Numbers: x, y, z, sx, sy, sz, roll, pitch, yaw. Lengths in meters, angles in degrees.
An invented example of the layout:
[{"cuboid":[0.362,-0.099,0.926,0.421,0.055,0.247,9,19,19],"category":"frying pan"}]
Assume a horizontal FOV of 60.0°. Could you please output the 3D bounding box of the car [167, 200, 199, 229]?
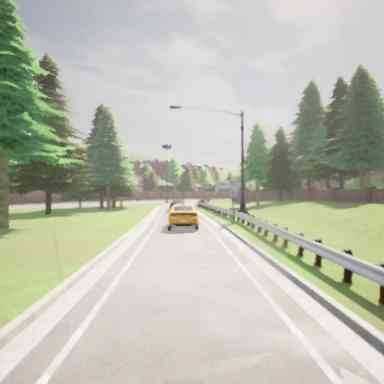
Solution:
[{"cuboid":[-0.607,1.515,21.845,1.882,1.535,5.008,0,0,-3],"category":"car"}]
